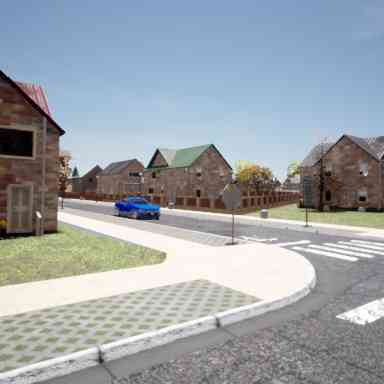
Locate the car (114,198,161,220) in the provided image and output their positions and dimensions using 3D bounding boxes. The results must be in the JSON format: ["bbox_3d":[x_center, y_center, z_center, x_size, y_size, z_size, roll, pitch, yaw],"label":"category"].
[{"bbox_3d":[-4.192,1.202,25.088,1.882,1.535,5.008,2,0,-36],"label":"car"}]
